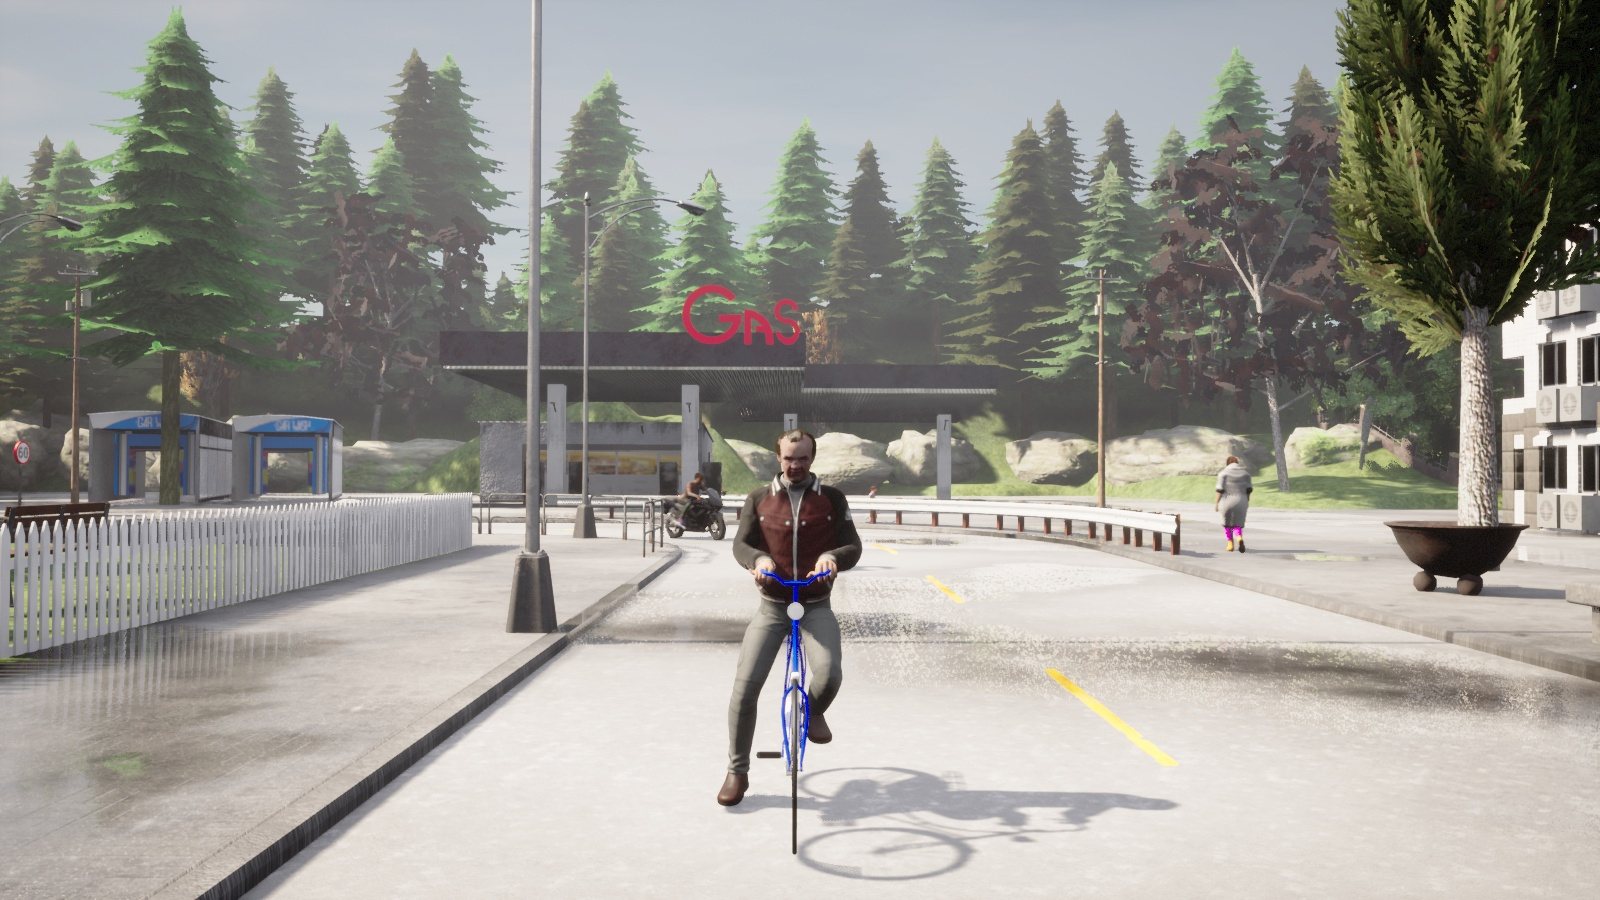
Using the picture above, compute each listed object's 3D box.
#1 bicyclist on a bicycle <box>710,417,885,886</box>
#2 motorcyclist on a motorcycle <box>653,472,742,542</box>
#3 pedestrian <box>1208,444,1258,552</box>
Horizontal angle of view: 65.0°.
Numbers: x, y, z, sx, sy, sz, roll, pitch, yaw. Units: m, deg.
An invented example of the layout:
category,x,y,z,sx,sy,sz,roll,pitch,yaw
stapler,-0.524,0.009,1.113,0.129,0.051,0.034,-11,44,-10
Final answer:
category,x,y,z,sx,sy,sz,roll,pitch,yaw
bicyclist on a bicycle,-0.014,0.781,5.696,0.659,1.776,1.843,0,-1,0
motorcyclist on a motorcycle,-2.311,1.281,28.159,2.044,1.523,0.797,-3,-3,43
pedestrian,8.015,0.882,23.271,0.659,1.952,0.873,0,-1,3
